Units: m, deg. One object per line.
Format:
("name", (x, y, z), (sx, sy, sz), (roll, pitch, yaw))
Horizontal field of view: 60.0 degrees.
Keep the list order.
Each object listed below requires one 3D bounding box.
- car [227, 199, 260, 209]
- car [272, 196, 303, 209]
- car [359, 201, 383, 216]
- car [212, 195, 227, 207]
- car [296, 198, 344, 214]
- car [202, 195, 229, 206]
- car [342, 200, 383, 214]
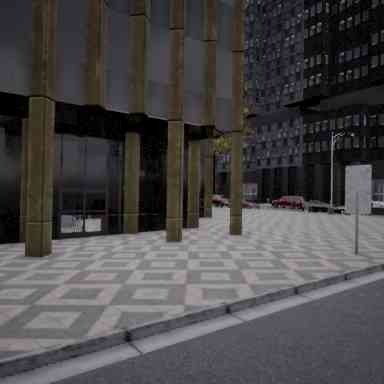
("car", (6.859, 1.570, 42.837), (1.802, 1.307, 4.206), (1, -1, -35))
("car", (13.814, 1.487, 47.773), (2.192, 1.841, 5.009), (1, -1, -35))
("car", (16.419, 1.518, 29.341), (2.008, 1.369, 4.403), (1, -1, -35))
("car", (3.677, 1.311, 47.340), (2.192, 1.841, 5.009), (1, -1, -35))
("car", (13.233, 1.540, 33.840), (1.947, 1.339, 4.313), (1, -1, -35))
("car", (4.256, 1.511, 61.269), (2.192, 1.841, 5.009), (1, -1, -35))
("car", (20.183, 1.708, 38.773), (2.008, 1.369, 4.403), (1, -1, -35))
